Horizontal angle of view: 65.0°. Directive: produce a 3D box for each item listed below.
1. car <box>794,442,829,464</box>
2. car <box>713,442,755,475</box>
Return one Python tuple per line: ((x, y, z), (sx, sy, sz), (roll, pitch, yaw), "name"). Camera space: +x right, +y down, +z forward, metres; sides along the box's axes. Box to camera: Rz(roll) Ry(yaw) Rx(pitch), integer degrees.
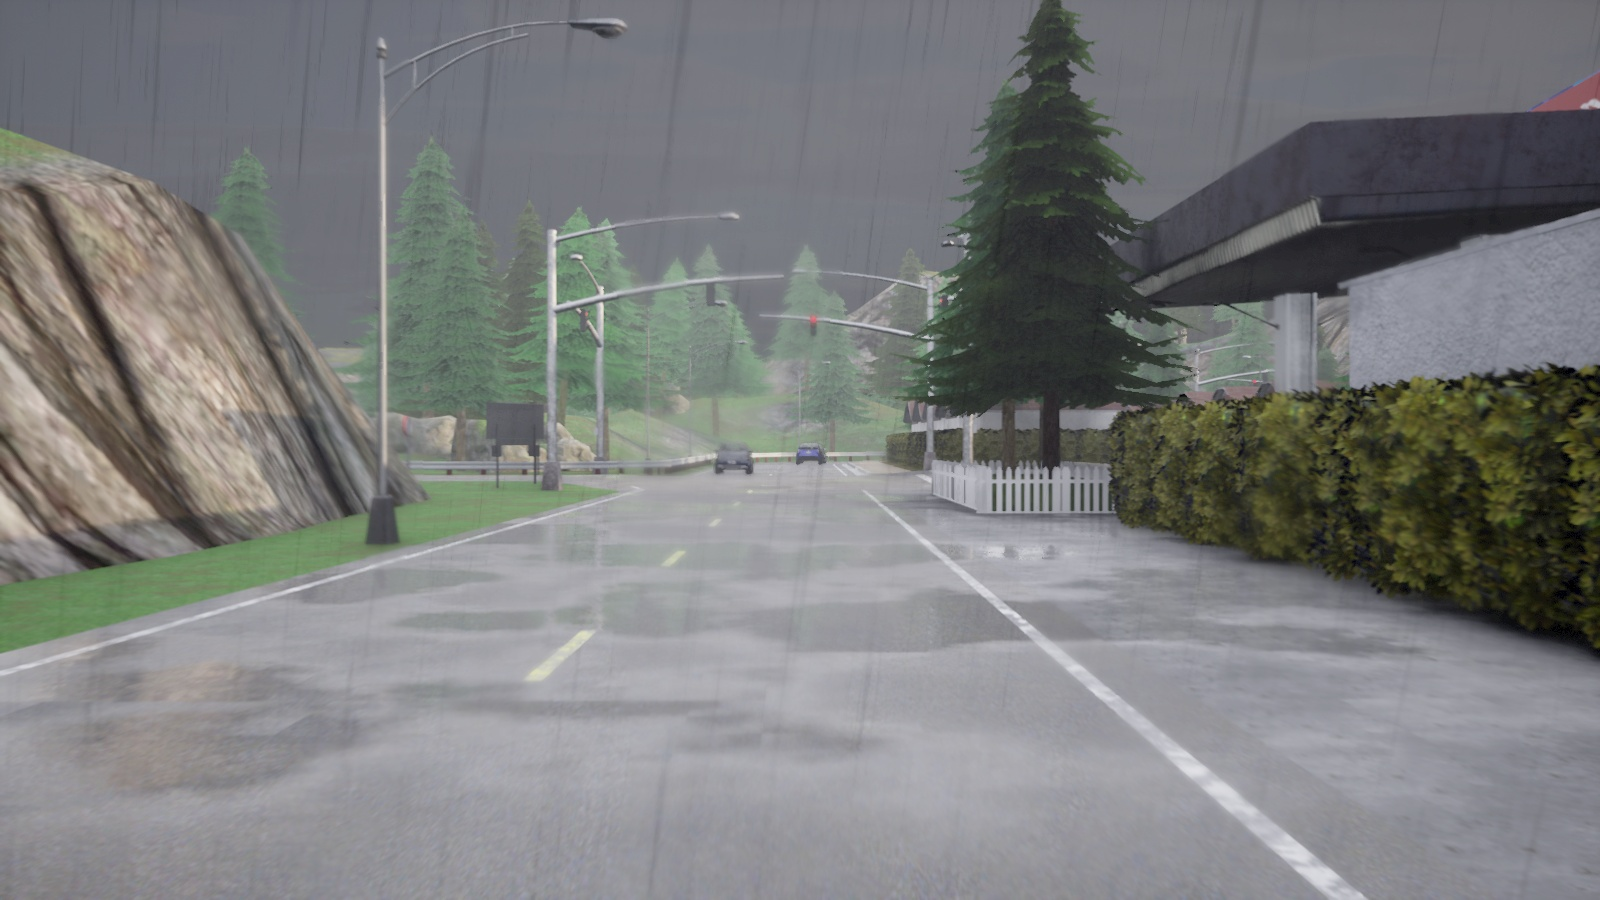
((0.805, 0.197, 87.270), (2.007, 1.525, 4.514), (0, 0, 6), "car")
((-3.120, 0.386, 59.722), (1.789, 1.549, 3.705), (0, 0, 0), "car")
